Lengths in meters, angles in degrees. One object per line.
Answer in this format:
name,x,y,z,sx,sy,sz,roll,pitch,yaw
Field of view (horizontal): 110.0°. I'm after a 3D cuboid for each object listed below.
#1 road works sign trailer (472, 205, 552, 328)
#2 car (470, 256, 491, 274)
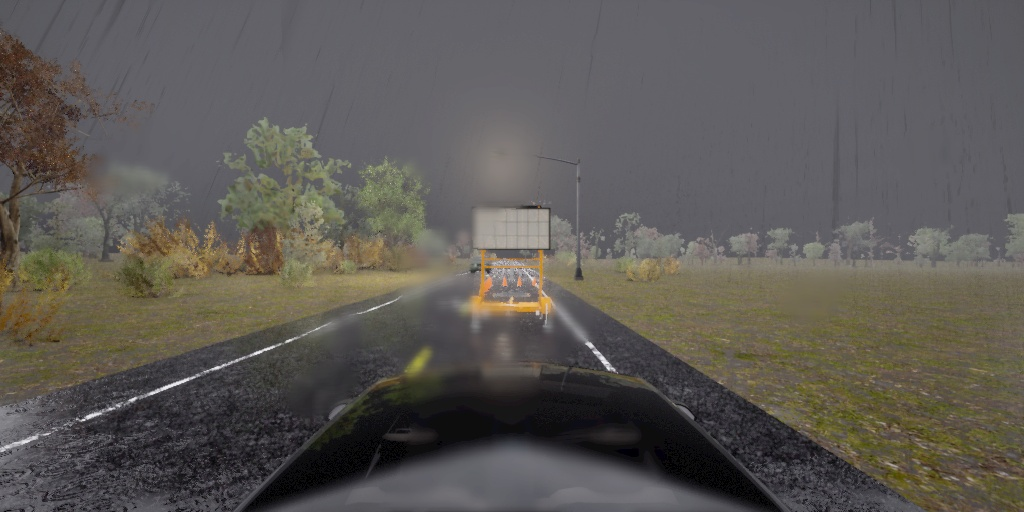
road works sign trailer,0.001,0.216,11.340,2.380,3.560,2.880,0,0,0
car,-3.598,0.990,41.992,2.150,2.045,5.566,0,0,0
